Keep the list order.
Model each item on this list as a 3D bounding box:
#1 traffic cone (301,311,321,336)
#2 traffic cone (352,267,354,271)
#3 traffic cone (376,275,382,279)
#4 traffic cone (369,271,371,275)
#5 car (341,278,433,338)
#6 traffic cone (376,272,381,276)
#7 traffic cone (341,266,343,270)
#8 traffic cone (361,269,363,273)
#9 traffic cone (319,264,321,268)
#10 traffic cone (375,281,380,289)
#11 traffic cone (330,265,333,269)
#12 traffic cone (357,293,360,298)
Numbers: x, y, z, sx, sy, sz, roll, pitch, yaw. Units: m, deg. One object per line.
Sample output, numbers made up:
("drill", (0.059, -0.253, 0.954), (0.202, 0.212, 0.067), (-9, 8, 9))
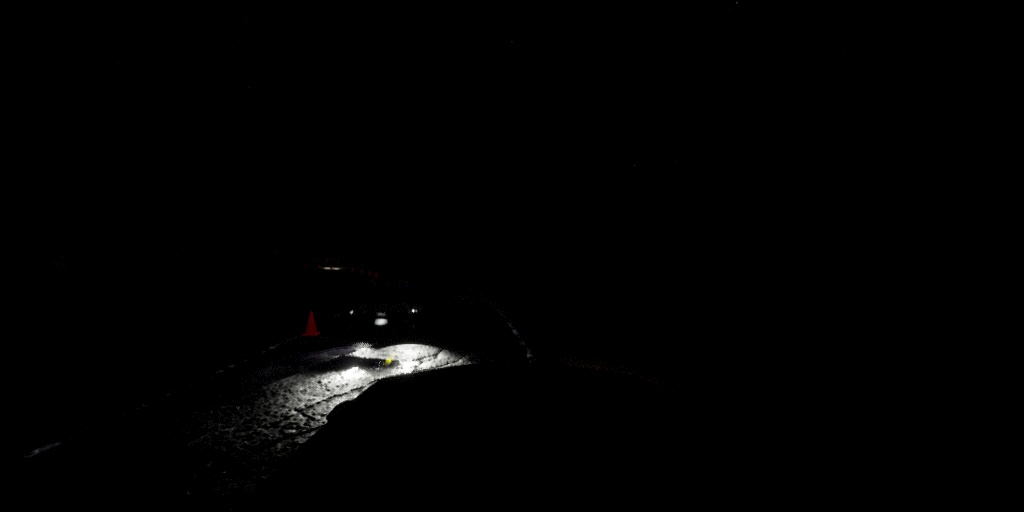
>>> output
("traffic cone", (-5.132, 1.715, 9.160), (0.340, 0.580, 0.340), (0, 0, -8))
("traffic cone", (-19.805, 1.618, 44.559), (0.340, 0.580, 0.340), (0, 0, -37))
("traffic cone", (-8.482, 1.713, 23.273), (0.340, 0.580, 0.340), (0, 0, -19))
("traffic cone", (-14.462, 1.672, 36.489), (0.340, 0.580, 0.340), (0, 0, -30))
("car", (-3.315, 1.328, 10.224), (1.994, 1.385, 4.181), (0, 0, -9))
("traffic cone", (-10.192, 1.704, 27.803), (0.340, 0.580, 0.340), (0, 0, -23))
("traffic cone", (-22.852, 1.583, 48.322), (0.340, 0.580, 0.340), (0, 0, -41))
("traffic cone", (-17.005, 1.648, 40.610), (0.340, 0.580, 0.340), (0, 0, -33))
("traffic cone", (-29.635, 1.509, 55.227), (0.340, 0.580, 0.340), (0, 0, 42))
("traffic cone", (-7.066, 1.717, 18.643), (0.340, 0.580, 0.340), (0, 0, -15))
("traffic cone", (-26.133, 1.546, 51.883), (0.340, 0.580, 0.340), (0, 0, -44))
("traffic cone", (-5.947, 1.718, 13.933), (0.340, 0.580, 0.340), (0, 0, -12))
